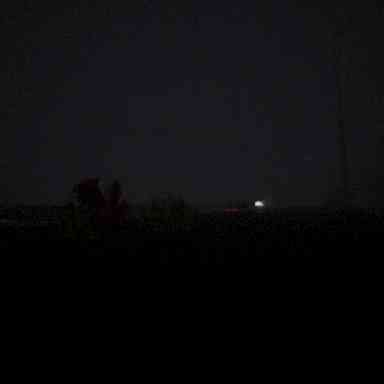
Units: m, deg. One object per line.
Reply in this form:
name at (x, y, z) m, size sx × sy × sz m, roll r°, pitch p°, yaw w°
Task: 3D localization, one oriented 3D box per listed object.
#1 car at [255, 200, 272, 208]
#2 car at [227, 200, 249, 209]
car at (13.450, 2.182, 62.880) m, size 1.812 × 1.442 × 4.674 m, roll -1°, pitch -1°, yaw 36°
car at (7.626, 2.036, 54.707) m, size 2.128 × 1.511 × 4.902 m, roll -1°, pitch -1°, yaw 36°
